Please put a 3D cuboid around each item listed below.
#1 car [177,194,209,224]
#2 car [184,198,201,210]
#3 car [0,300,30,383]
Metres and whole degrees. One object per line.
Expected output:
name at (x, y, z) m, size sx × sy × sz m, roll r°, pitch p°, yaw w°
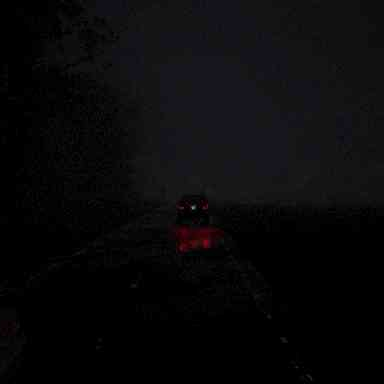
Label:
car at (0.096, 1.165, 24.621) m, size 2.150 × 2.045 × 5.566 m, roll 0°, pitch 0°, yaw 0°
car at (0.091, 1.475, 41.284) m, size 1.994 × 1.385 × 4.181 m, roll 0°, pitch 0°, yaw 0°
car at (-2.751, 1.544, 1.411) m, size 2.033 × 1.411 × 5.357 m, roll 0°, pitch 0°, yaw 0°
